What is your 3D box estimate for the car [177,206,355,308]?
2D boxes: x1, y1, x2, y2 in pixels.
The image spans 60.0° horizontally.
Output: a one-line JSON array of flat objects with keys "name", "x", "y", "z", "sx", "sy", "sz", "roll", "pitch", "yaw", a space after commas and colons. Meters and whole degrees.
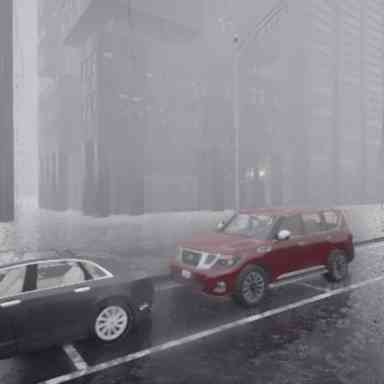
[{"name": "car", "x": 1.936, "y": 1.293, "z": 8.046, "sx": 5.009, "sy": 1.841, "sz": 2.192, "roll": 0, "pitch": 0, "yaw": -36}]

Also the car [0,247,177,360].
[{"name": "car", "x": -2.650, "y": 1.549, "z": 4.763, "sx": 4.403, "sy": 1.369, "sz": 2.008, "roll": 0, "pitch": 0, "yaw": -36}]
